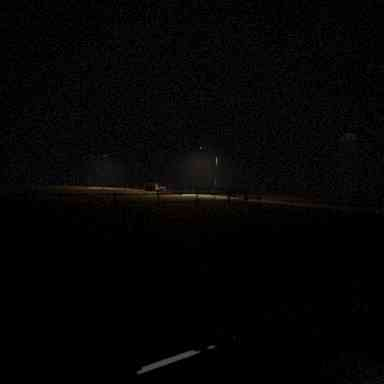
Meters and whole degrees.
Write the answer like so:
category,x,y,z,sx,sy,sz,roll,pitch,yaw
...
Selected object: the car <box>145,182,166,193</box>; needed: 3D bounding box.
category,x,y,z,sx,sy,sz,roll,pitch,yaw
car,-6.474,-0.862,58.688,2.097,1.767,4.553,1,2,-36
